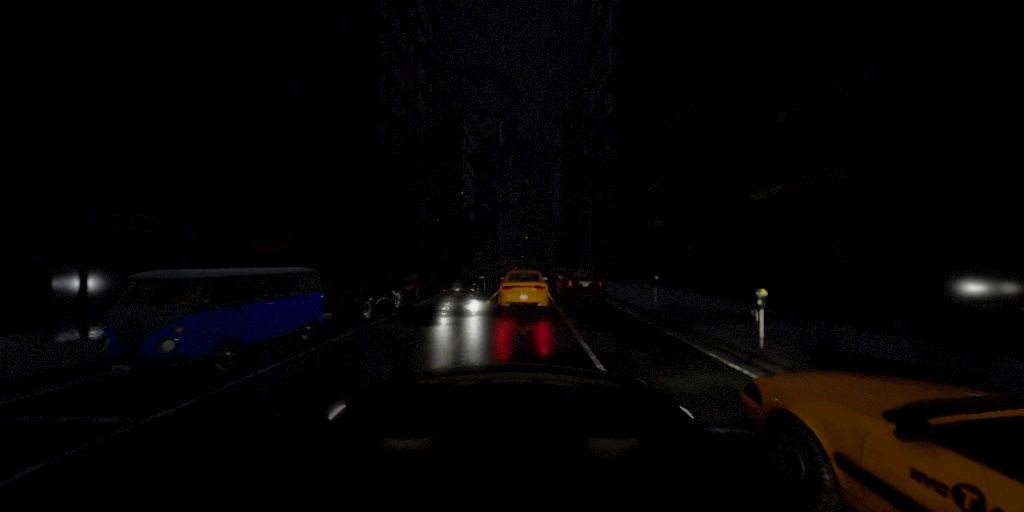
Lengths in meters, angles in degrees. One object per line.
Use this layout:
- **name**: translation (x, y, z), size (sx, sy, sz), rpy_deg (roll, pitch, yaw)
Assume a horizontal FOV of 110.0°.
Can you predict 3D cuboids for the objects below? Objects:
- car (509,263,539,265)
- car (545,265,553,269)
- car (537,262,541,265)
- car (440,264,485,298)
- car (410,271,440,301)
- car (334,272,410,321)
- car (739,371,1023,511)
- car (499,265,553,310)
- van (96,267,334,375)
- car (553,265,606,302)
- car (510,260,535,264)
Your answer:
- **car**: translation (0.929, 1.522, 28.325), size (1.994, 1.385, 4.181), rpy_deg (0, 0, 2)
- **car**: translation (3.706, 1.520, 28.944), size (2.007, 1.370, 4.403), rpy_deg (0, 0, 2)
- **car**: translation (4.066, 1.624, 39.940), size (1.948, 1.339, 4.313), rpy_deg (0, 0, 2)
- **car**: translation (-2.553, 1.386, 19.686), size (1.837, 1.490, 4.892), rpy_deg (0, 0, 2)
- **car**: translation (-5.174, 1.445, 18.226), size (1.802, 1.307, 4.207), rpy_deg (0, 0, 2)
- **car**: translation (-5.354, 1.386, 12.728), size (1.948, 1.339, 4.313), rpy_deg (0, 0, 2)
- **car**: translation (3.097, 1.212, 1.313), size (1.801, 1.575, 5.366), rpy_deg (0, 0, 2)
- **car**: translation (0.501, 1.333, 15.303), size (1.882, 1.535, 5.008), rpy_deg (0, 0, 2)
- **van**: translation (-5.534, 1.118, 7.230), size (1.690, 1.789, 3.998), rpy_deg (0, 0, 2)
- **car**: translation (3.347, 1.323, 17.947), size (1.967, 1.591, 4.097), rpy_deg (0, 0, 2)
- **car**: translation (1.262, 1.408, 40.637), size (2.097, 1.767, 4.553), rpy_deg (0, 0, 3)
